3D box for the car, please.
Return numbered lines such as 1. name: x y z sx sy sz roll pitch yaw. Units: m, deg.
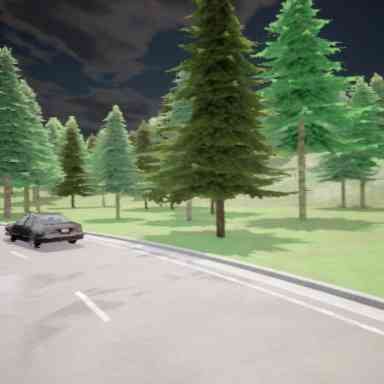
1. car: -6.972 1.666 15.485 2.033 1.411 5.357 -1 0 -45
